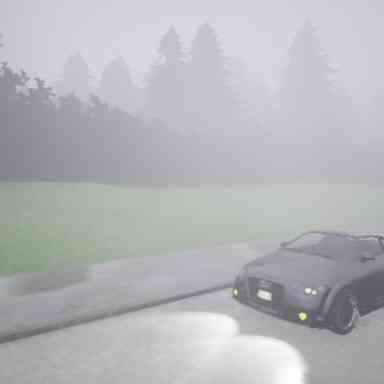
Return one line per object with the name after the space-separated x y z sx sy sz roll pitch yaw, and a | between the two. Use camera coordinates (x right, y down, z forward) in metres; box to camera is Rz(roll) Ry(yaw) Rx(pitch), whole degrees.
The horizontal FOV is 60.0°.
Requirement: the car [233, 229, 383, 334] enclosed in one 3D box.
2.812 1.474 6.604 4.181 1.385 1.994 -1 1 -35 | car
